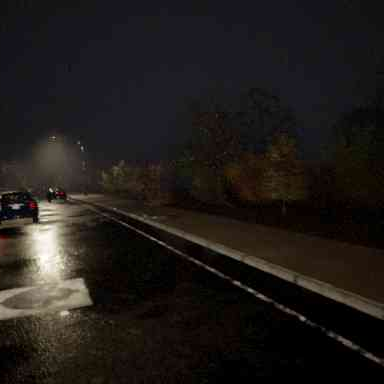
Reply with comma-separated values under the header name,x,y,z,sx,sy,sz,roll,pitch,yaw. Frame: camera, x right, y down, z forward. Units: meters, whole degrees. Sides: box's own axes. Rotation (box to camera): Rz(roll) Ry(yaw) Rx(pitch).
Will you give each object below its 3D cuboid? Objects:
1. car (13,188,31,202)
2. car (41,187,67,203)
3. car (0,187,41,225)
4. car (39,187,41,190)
name,x,y,z,sx,sy,sz,roll,pitch,yaw
car,-21.861,0.296,42.668,1.837,1.490,4.892,-4,3,-28
car,-15.008,0.286,36.597,2.128,1.511,4.902,-4,3,-27
car,-10.324,0.791,19.749,2.097,1.767,4.553,-4,3,-25
car,-26.237,-0.188,57.028,1.994,1.385,4.181,-4,3,-30
